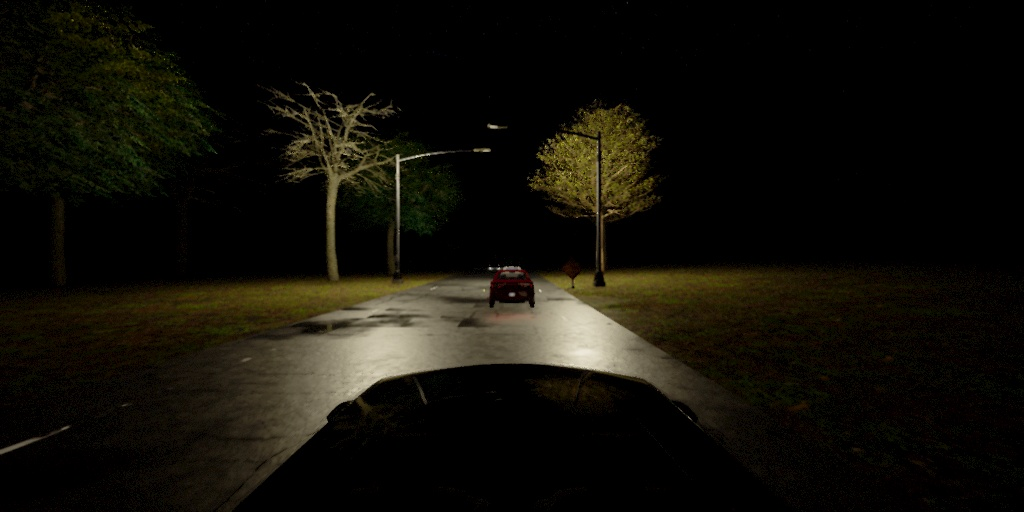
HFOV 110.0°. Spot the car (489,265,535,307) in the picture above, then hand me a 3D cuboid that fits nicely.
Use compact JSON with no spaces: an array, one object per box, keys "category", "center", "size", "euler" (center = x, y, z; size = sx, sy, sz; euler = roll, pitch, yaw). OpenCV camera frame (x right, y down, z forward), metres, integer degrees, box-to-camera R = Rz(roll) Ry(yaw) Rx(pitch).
[{"category":"car","center":[0.005,1.348,16.349],"size":[1.882,1.535,5.008],"euler":[0,0,0]}]

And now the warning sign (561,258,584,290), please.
[{"category":"warning sign","center":[3.551,1.016,20.780],"size":[1.300,1.860,1.060],"euler":[0,0,0]}]
